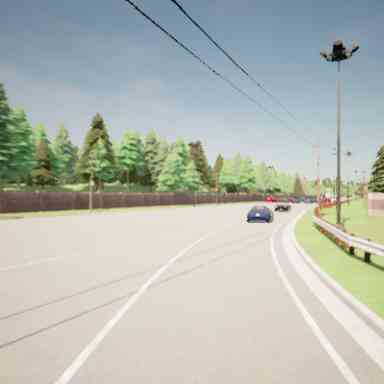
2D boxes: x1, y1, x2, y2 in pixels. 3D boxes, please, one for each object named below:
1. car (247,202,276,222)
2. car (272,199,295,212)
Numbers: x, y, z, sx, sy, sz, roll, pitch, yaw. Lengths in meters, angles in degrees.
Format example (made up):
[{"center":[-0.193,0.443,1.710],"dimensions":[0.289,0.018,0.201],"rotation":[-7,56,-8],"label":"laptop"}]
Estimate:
[{"center":[6.096,1.887,29.534],"dimensions":[1.994,1.385,4.181],"rotation":[0,-1,18],"label":"car"},{"center":[13.275,2.147,48.284],"dimensions":[1.895,1.301,4.718],"rotation":[0,-1,24],"label":"car"}]
